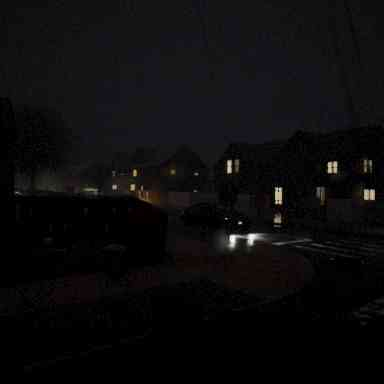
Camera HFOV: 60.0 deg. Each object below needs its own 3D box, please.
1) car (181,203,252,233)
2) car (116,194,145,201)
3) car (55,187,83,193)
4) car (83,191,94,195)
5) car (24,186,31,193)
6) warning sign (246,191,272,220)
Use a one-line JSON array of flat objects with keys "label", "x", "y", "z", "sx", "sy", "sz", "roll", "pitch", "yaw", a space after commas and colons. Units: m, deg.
[{"label": "car", "x": 1.180, "y": 1.262, "z": 17.587, "sx": 1.994, "sy": 1.385, "sz": 4.181, "roll": 1, "pitch": 1, "yaw": -35}, {"label": "car", "x": -5.007, "y": 0.966, "z": 26.259, "sx": 1.837, "sy": 1.490, "sz": 4.892, "roll": 1, "pitch": 0, "yaw": -36}, {"label": "car", "x": -15.584, "y": 0.553, "z": 41.142, "sx": 2.128, "sy": 1.511, "sz": 4.902, "roll": 1, "pitch": 0, "yaw": -35}, {"label": "car", "x": -13.876, "y": 0.630, "z": 43.653, "sx": 2.033, "sy": 1.411, "sz": 5.357, "roll": 1, "pitch": 1, "yaw": -35}, {"label": "car", "x": -39.771, "y": -0.569, "z": 81.453, "sx": 2.097, "sy": 1.767, "sz": 4.553, "roll": -1, "pitch": 2, "yaw": -36}, {"label": "warning sign", "x": 4.482, "y": 0.858, "z": 22.177, "sx": 1.300, "sy": 1.860, "sz": 1.060, "roll": 0, "pitch": 0, "yaw": -36}]
